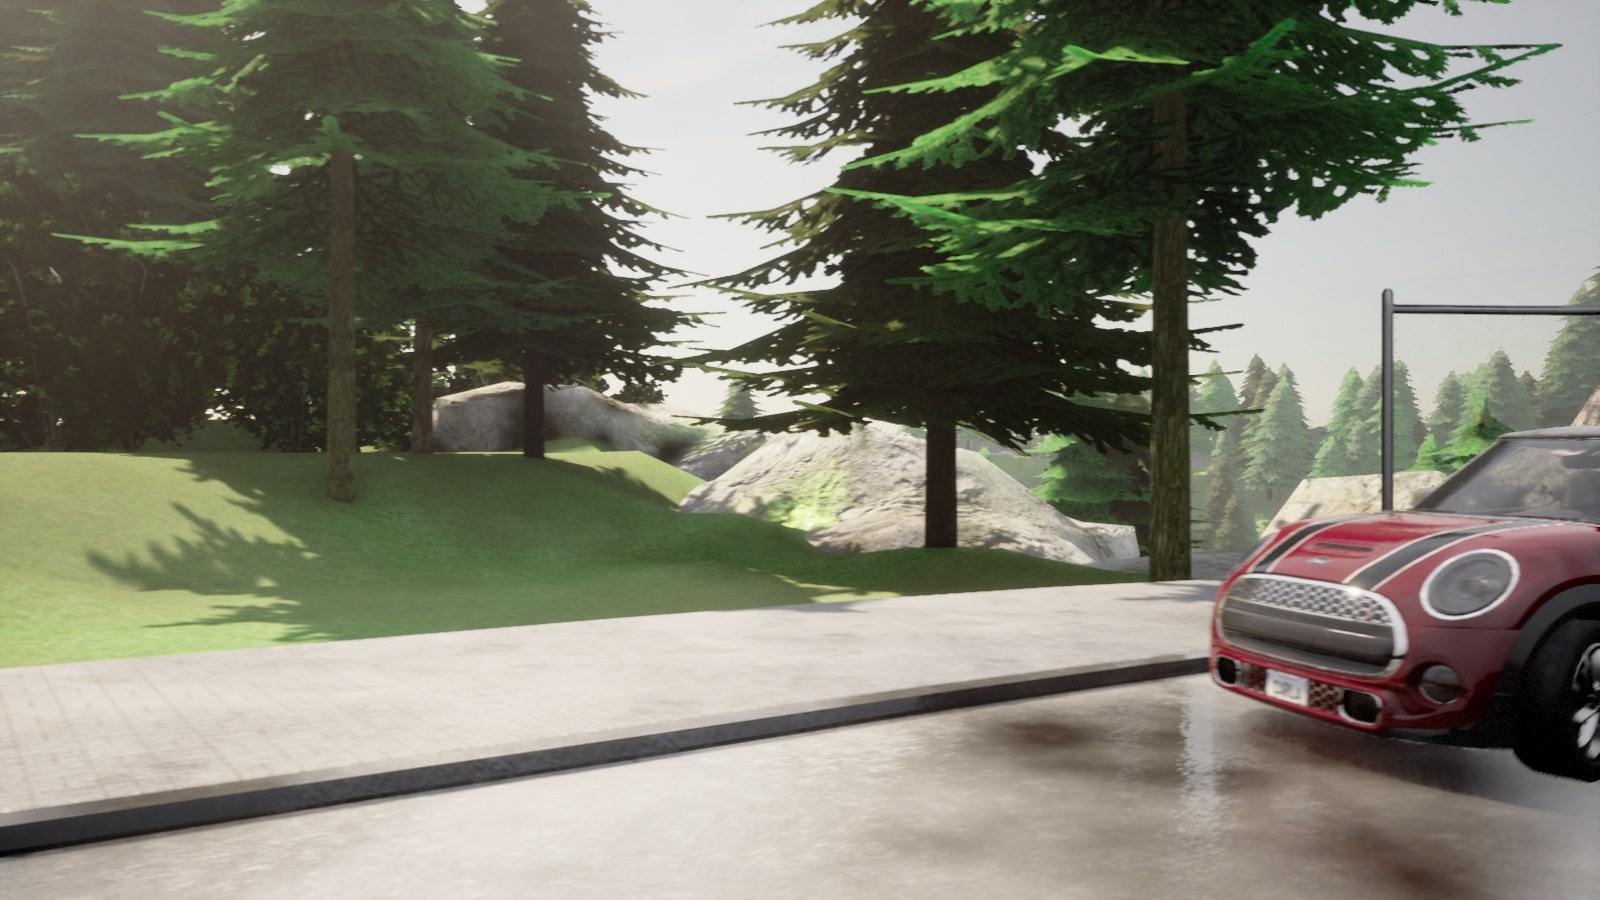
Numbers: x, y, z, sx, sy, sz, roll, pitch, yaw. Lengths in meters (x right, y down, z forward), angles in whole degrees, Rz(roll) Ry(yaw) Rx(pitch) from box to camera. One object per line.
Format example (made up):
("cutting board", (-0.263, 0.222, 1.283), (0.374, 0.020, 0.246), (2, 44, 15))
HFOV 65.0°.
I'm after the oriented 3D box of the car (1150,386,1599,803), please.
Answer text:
("car", (4.532, 0.612, 7.001), (4.553, 1.767, 2.097), (0, 0, -17))
